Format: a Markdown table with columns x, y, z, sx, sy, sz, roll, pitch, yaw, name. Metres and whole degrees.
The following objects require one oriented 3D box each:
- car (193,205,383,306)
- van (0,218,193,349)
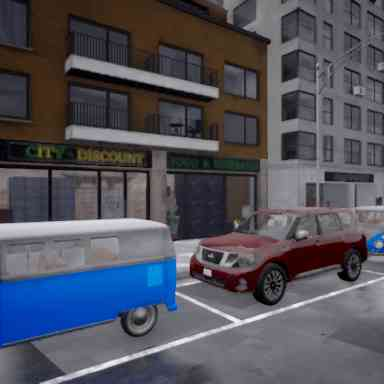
| x | y | z | sx | sy | sz | roll | pitch | yaw | name |
| --- | --- | --- | --- | --- | --- | --- | --- | --- | --- |
| 2.359 | 1.311 | 8.216 | 5.009 | 1.841 | 2.192 | 0 | 0 | -35 | car |
| -2.140 | 1.338 | 5.007 | 3.998 | 1.788 | 1.690 | 0 | 0 | -36 | van |
